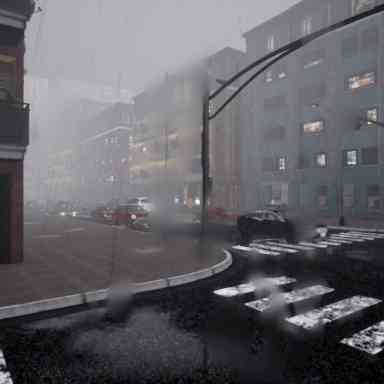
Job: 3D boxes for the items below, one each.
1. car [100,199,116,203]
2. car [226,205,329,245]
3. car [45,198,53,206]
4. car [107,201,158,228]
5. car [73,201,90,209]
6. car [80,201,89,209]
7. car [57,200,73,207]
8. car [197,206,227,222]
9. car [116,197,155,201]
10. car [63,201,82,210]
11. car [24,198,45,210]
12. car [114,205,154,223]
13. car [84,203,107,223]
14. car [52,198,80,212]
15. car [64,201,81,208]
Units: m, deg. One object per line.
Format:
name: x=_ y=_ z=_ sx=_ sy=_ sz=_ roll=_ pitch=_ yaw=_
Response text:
car: x=-10.634 y=1.854 z=46.861 sx=2.192 sy=1.841 sz=5.009 roll=-1 pitch=0 yaw=-35
car: x=4.236 y=1.609 z=16.318 sx=2.128 sy=1.511 sz=4.902 roll=0 pitch=-1 yaw=-35
car: x=-32.974 y=2.327 z=78.633 sx=2.192 sy=1.841 sz=5.009 roll=-1 pitch=0 yaw=-35
car: x=-4.300 y=1.693 z=24.154 sx=1.967 sy=1.590 sz=4.097 roll=-1 pitch=0 yaw=-35
car: x=-20.204 y=2.325 z=60.477 sx=1.802 sy=1.307 sz=4.206 roll=-1 pitch=0 yaw=-35
car: x=-17.012 y=2.257 z=55.938 sx=1.802 sy=1.307 sz=4.206 roll=-1 pitch=0 yaw=-35
car: x=-26.587 y=2.428 z=69.554 sx=2.008 sy=1.369 sz=4.403 roll=-1 pitch=0 yaw=-35
car: x=2.140 y=1.848 z=28.707 sx=1.802 sy=1.307 sz=4.206 roll=-1 pitch=0 yaw=-35
car: x=-5.733 y=1.609 z=35.652 sx=2.150 sy=2.045 sz=5.566 roll=0 pitch=-1 yaw=-35
car: x=-20.237 y=2.223 z=56.243 sx=1.812 sy=1.442 sz=4.674 roll=0 pitch=-1 yaw=-35
car: x=-26.640 y=2.170 z=55.927 sx=1.967 sy=1.590 sz=4.097 roll=-1 pitch=0 yaw=-35
car: x=-5.302 y=1.886 z=29.885 sx=1.994 sy=1.385 sz=4.181 roll=0 pitch=-1 yaw=-35
car: x=-7.489 y=1.904 z=28.693 sx=1.802 sy=1.307 sz=4.206 roll=-1 pitch=0 yaw=-35
car: x=-18.521 y=1.957 z=48.837 sx=2.097 sy=1.767 sz=4.553 roll=0 pitch=-1 yaw=-35
car: x=-23.395 y=2.376 z=65.016 sx=1.947 sy=1.339 sz=4.313 roll=-1 pitch=0 yaw=-35
